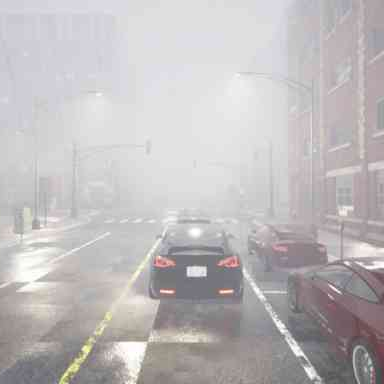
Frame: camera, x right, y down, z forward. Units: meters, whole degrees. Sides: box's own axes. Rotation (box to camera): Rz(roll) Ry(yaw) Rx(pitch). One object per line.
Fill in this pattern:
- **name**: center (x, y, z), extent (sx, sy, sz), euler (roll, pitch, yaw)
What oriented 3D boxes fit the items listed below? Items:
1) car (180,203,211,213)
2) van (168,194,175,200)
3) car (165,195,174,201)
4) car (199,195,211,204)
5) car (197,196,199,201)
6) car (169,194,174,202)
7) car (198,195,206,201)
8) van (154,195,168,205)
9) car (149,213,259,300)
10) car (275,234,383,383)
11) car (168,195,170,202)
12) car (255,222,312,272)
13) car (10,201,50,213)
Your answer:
- **car**: center (0.069, 1.551, 17.721), extent (2.033, 1.411, 5.357), euler (0, 0, -1)
- **van**: center (-5.847, 1.372, 93.598), extent (1.690, 1.788, 3.998), euler (1, 0, 0)
- **car**: center (-5.839, 1.578, 87.945), extent (2.008, 1.369, 4.403), euler (1, 0, 0)
- **car**: center (2.592, 1.541, 59.830), extent (1.752, 1.417, 4.829), euler (1, 0, 0)
- **car**: center (2.551, 1.569, 82.270), extent (1.887, 1.381, 4.507), euler (1, 0, 0)
- **car**: center (-5.819, 1.604, 76.641), extent (1.802, 1.307, 4.206), euler (1, 0, 0)
- **car**: center (2.540, 1.593, 87.921), extent (1.947, 1.339, 4.313), euler (1, 0, 0)
- **van**: center (-5.785, 1.357, 59.684), extent (1.690, 1.788, 3.998), euler (1, 0, 0)
- **car**: center (0.085, 1.506, 8.449), extent (2.163, 1.488, 4.792), euler (0, 0, 0)
- **car**: center (2.659, 1.583, 4.751), extent (1.802, 1.307, 4.206), euler (1, 0, 0)
- **car**: center (-5.799, 1.600, 65.336), extent (1.802, 1.307, 4.206), euler (1, 0, 0)
- **car**: center (2.818, 1.584, 10.407), extent (1.802, 1.307, 4.206), euler (1, 0, 0)
- **car**: center (-18.782, 1.728, 38.750), extent (4.313, 1.339, 1.947), euler (0, -1, 0)
